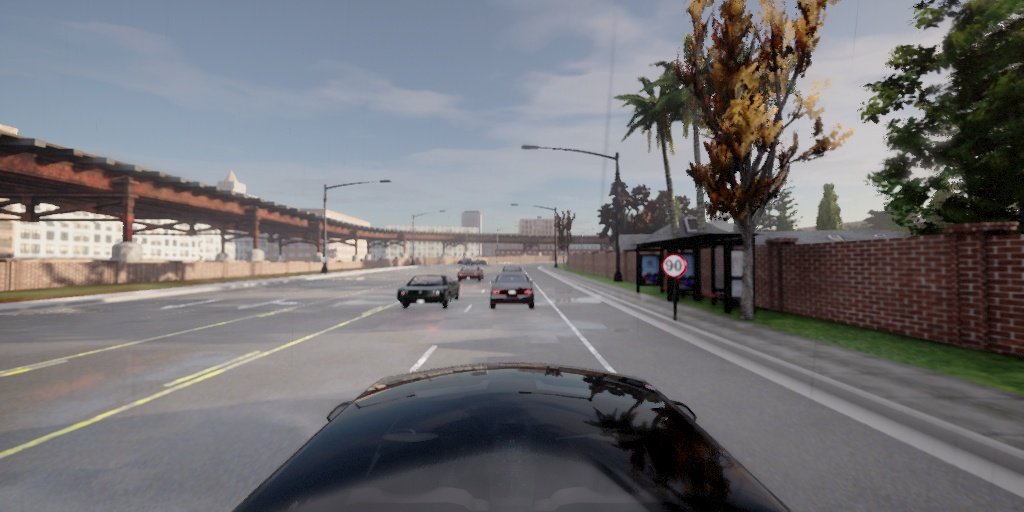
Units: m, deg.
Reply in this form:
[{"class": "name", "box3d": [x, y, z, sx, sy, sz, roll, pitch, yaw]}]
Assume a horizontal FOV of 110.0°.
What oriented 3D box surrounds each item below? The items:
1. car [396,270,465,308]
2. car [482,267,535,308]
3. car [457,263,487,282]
[{"class": "car", "box3d": [-3.495, 1.462, 15.954, 1.895, 1.301, 4.718, 0, 0, 0]}, {"class": "car", "box3d": [0.004, 1.408, 15.838, 2.033, 1.411, 5.357, 0, 0, 0]}, {"class": "car", "box3d": [-3.492, 1.493, 30.952, 1.895, 1.301, 4.718, 0, 0, 0]}]
